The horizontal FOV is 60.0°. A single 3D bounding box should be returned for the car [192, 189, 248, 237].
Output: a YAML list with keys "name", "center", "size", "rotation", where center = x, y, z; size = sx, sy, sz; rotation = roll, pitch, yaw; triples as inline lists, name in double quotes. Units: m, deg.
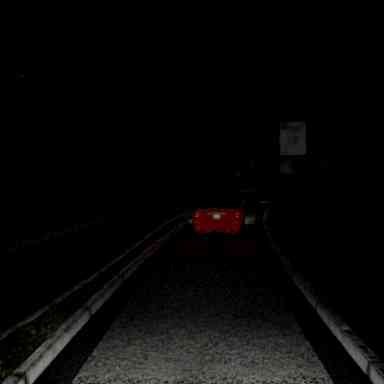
- name: "car"
  center: [1.323, 0.913, 15.107]
  size: [2.097, 1.767, 4.553]
  rotation: [-1, 2, 10]

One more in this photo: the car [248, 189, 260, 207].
- name: "car"
  center: [5.007, 0.468, 29.949]
  size: [1.882, 1.535, 5.008]
  rotation: [-1, 2, 17]
